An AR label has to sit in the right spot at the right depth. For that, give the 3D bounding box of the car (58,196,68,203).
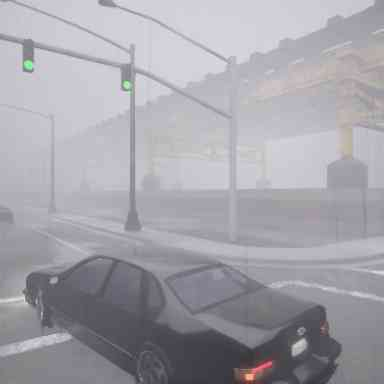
[{"bbox_3d":[-23.338,1.459,65.356,4.536,1.218,1.853,0,0,19],"label":"car"}]

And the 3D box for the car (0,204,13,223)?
[{"bbox_3d":[-14.907,1.638,25.279,1.994,1.385,4.181,0,0,-35],"label":"car"}]

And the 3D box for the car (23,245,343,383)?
[{"bbox_3d":[-0.725,1.558,5.007,2.033,1.411,5.357,0,0,-45],"label":"car"}]

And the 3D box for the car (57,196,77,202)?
[{"bbox_3d":[-26.011,1.471,69.207,1.853,1.218,4.536,0,0,9],"label":"car"}]

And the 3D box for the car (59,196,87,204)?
[{"bbox_3d":[-23.387,1.617,65.373,4.974,1.542,2.038,0,0,19],"label":"car"}]

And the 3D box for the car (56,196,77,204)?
[{"bbox_3d":[-26.019,1.628,69.155,2.038,1.542,4.974,0,0,9],"label":"car"}]
